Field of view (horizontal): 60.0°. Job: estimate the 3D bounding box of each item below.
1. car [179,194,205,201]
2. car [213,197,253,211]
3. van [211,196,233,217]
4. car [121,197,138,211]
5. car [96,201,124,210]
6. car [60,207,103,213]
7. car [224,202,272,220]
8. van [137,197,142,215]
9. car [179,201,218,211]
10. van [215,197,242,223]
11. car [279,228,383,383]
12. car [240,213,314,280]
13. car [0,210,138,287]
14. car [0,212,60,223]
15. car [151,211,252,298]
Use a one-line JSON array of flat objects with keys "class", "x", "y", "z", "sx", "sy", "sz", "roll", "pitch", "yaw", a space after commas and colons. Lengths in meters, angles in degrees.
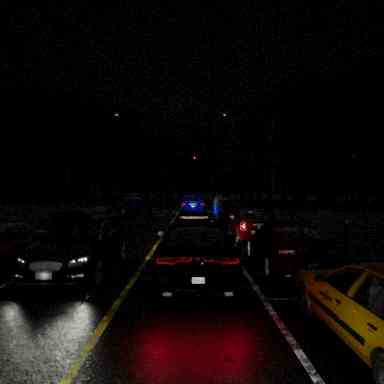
[{"class": "car", "x": 0.025, "y": 1.226, "z": 29.411, "sx": 2.150, "sy": 2.045, "sz": 5.566, "roll": 0, "pitch": 0, "yaw": -2}, {"class": "car", "x": 2.761, "y": 1.317, "z": 20.696, "sx": 2.192, "sy": 1.841, "sz": 5.009, "roll": 0, "pitch": 0, "yaw": 0}, {"class": "van", "x": 2.763, "y": 1.346, "z": 31.571, "sx": 1.690, "sy": 1.788, "sz": 3.998, "roll": 0, "pitch": 0, "yaw": 0}, {"class": "car", "x": -5.763, "y": 1.444, "z": 26.134, "sx": 1.967, "sy": 1.590, "sz": 4.097, "roll": 0, "pitch": 0, "yaw": 0}, {"class": "car", "x": -5.763, "y": 1.527, "z": 20.527, "sx": 1.752, "sy": 1.417, "sz": 4.829, "roll": 0, "pitch": 0, "yaw": 0}, {"class": "car", "x": -5.764, "y": 1.567, "z": 15.259, "sx": 1.947, "sy": 1.339, "sz": 4.313, "roll": 0, "pitch": 0, "yaw": 0}, {"class": "car", "x": 2.761, "y": 1.441, "z": 15.258, "sx": 1.967, "sy": 1.590, "sz": 4.097, "roll": 0, "pitch": 0, "yaw": 0}, {"class": "van", "x": -5.763, "y": 1.346, "z": 31.572, "sx": 1.690, "sy": 1.788, "sz": 3.998, "roll": 0, "pitch": 0, "yaw": 0}, {"class": "car", "x": 0.098, "y": 1.493, "z": 19.043, "sx": 2.128, "sy": 1.511, "sz": 4.902, "roll": 0, "pitch": 0, "yaw": 0}, {"class": "van", "x": 2.762, "y": 1.345, "z": 26.134, "sx": 1.690, "sy": 1.788, "sz": 3.998, "roll": 0, "pitch": 0, "yaw": 0}, {"class": "car", "x": 2.760, "y": 1.525, "z": 4.553, "sx": 1.752, "sy": 1.417, "sz": 4.829, "roll": 0, "pitch": 0, "yaw": 0}, {"class": "car", "x": 2.761, "y": 1.545, "z": 9.821, "sx": 1.887, "sy": 1.381, "sz": 4.507, "roll": 0, "pitch": 0, "yaw": 0}, {"class": "car", "x": -3.098, "y": 1.492, "z": 9.409, "sx": 2.128, "sy": 1.511, "sz": 4.902, "roll": 0, "pitch": 0, "yaw": 0}, {"class": "car", "x": -5.764, "y": 1.526, "z": 9.652, "sx": 1.752, "sy": 1.417, "sz": 4.829, "roll": 0, "pitch": 0, "yaw": 0}, {"class": "car", "x": 0.095, "y": 1.478, "z": 8.600, "sx": 1.882, "sy": 1.535, "sz": 5.008, "roll": 0, "pitch": 0, "yaw": 0}]
